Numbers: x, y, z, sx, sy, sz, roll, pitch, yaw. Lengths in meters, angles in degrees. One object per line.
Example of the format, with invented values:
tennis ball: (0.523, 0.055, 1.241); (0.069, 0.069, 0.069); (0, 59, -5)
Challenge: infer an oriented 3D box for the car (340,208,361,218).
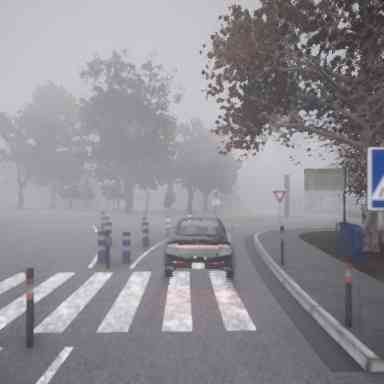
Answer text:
car: (22.163, 2.881, 46.065); (2.033, 1.411, 5.357); (-1, -2, 9)

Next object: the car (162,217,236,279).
car: (0.274, 1.503, 10.104); (2.128, 1.511, 4.902); (0, 0, 3)
